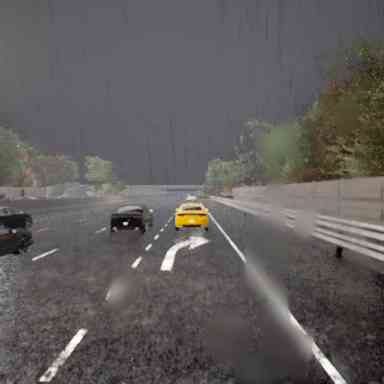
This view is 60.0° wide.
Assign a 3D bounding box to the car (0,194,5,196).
[{"bbox_3d":[-24.581,1.213,40.143,2.150,2.045,5.566,0,0,0],"label":"car"}]

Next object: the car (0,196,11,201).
[{"bbox_3d":[-21.097,1.512,36.508,1.812,1.442,4.674,0,0,0],"label":"car"}]

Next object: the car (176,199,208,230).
[{"bbox_3d":[-0.008,1.464,20.924,1.882,1.535,5.008,0,0,0],"label":"car"}]

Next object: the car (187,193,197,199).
[{"bbox_3d":[0.000,1.301,83.634,2.150,2.045,5.566,0,0,2],"label":"car"}]

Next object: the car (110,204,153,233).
[{"bbox_3d":[-3.406,1.463,19.517,1.882,1.535,5.008,0,0,0],"label":"car"}]

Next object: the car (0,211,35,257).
[{"bbox_3d":[-6.903,1.538,10.167,2.033,1.411,5.357,0,0,0],"label":"car"}]

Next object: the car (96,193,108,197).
[{"bbox_3d":[-21.029,1.029,77.634,2.097,1.767,4.553,0,0,0],"label":"car"}]

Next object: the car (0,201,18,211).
[{"bbox_3d":[-10.405,1.477,17.814,2.128,1.511,4.902,0,0,0],"label":"car"}]
